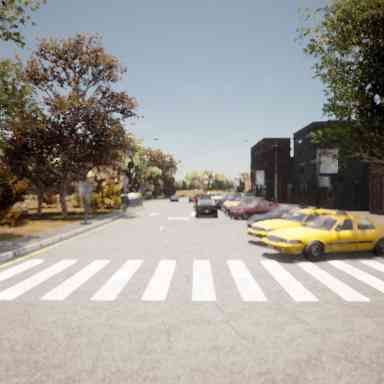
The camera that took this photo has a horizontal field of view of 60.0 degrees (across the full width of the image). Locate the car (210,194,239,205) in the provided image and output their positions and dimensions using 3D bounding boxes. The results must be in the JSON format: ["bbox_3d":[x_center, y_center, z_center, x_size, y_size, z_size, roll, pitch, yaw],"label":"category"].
[{"bbox_3d":[5.544,1.258,57.100,4.553,1.767,2.185,1,0,-20],"label":"car"}]

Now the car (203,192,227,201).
[{"bbox_3d":[5.729,1.141,84.158,5.566,2.045,2.435,1,0,-20],"label":"car"}]

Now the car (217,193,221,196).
[{"bbox_3d":[5.458,1.287,36.094,4.553,1.767,2.185,1,0,-20],"label":"car"}]

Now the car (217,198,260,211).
[{"bbox_3d":[5.442,1.446,39.091,4.674,1.452,2.002,1,0,-20],"label":"car"}]

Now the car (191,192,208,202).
[{"bbox_3d":[1.338,1.134,45.849,2.150,2.045,5.566,0,0,0],"label":"car"}]

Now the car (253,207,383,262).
[{"bbox_3d":[5.147,1.482,12.016,5.366,1.575,1.946,1,0,-20],"label":"car"}]

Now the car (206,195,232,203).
[{"bbox_3d":[5.642,1.386,69.121,5.008,1.535,2.097,1,0,-20],"label":"car"}]

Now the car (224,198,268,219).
[{"bbox_3d":[5.374,1.477,27.082,4.674,1.452,2.002,1,0,-20],"label":"car"}]

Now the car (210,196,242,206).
[{"bbox_3d":[5.528,1.415,54.086,4.792,1.488,2.163,1,0,-20],"label":"car"}]

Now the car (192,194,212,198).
[{"bbox_3d":[1.299,1.397,39.819,1.882,1.535,5.008,0,0,0],"label":"car"}]

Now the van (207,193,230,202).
[{"bbox_3d":[5.776,1.163,72.166,4.442,1.987,1.878,1,0,-20],"label":"van"}]

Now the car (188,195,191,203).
[{"bbox_3d":[0.262,1.391,65.888,2.128,1.511,4.902,0,0,0],"label":"car"}]

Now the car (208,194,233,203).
[{"bbox_3d":[5.667,1.260,66.117,4.553,1.767,2.185,1,0,-20],"label":"car"}]

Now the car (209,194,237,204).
[{"bbox_3d":[5.564,1.258,60.101,4.553,1.767,2.185,1,0,-20],"label":"car"}]

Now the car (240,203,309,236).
[{"bbox_3d":[5.153,1.472,15.018,5.366,1.575,1.946,1,0,-20],"label":"car"}]

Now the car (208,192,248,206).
[{"bbox_3d":[5.509,1.136,51.086,5.566,2.045,2.435,1,0,-20],"label":"car"}]

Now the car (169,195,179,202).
[{"bbox_3d":[-3.765,1.439,70.968,2.033,1.411,5.357,0,0,0],"label":"car"}]

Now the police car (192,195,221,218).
[{"bbox_3d":[1.242,1.368,29.929,1.930,1.638,5.238,0,0,0],"label":"police car"}]

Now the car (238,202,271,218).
[{"bbox_3d":[5.343,1.468,18.082,4.892,1.521,2.231,1,0,-20],"label":"car"}]

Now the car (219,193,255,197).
[{"bbox_3d":[5.439,1.295,33.093,4.553,1.767,2.185,1,0,-20],"label":"car"}]

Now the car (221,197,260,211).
[{"bbox_3d":[5.361,1.457,30.074,4.792,1.488,2.163,1,0,-20],"label":"car"}]

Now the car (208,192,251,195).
[{"bbox_3d":[5.456,1.149,42.069,5.566,2.045,2.435,1,0,-20],"label":"car"}]
